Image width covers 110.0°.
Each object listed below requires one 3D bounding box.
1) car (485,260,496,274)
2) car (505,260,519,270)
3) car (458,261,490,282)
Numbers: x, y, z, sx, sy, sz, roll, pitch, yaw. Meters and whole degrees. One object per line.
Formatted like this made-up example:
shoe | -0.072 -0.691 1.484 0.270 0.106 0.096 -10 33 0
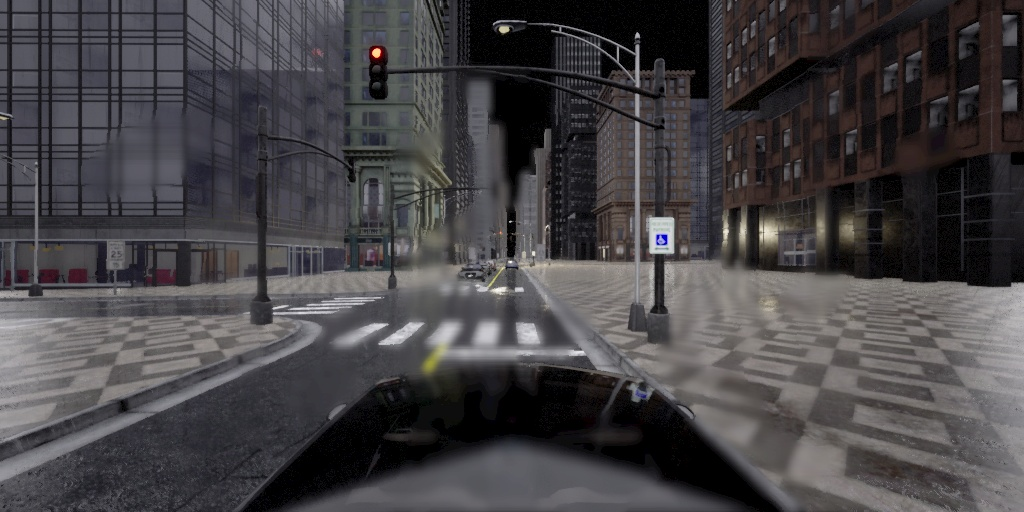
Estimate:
car | -3.102 1.244 37.916 2.128 1.511 4.902 0 0 0
car | -0.010 1.325 53.357 1.994 1.385 4.181 0 0 0
car | -3.109 1.314 28.945 1.994 1.385 4.181 0 0 0
